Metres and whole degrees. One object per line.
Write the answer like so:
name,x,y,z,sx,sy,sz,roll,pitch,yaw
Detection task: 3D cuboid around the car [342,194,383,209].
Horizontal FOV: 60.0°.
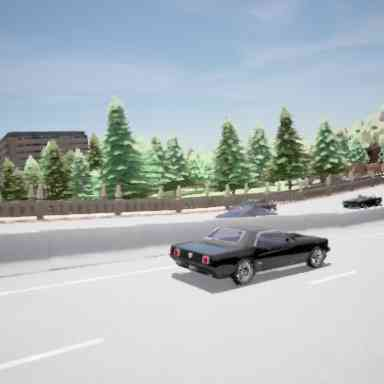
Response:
car,17.056,0.904,33.338,4.718,1.301,1.895,-5,3,-35

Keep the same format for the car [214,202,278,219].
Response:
car,3.130,1.511,19.116,4.181,1.385,1.994,0,0,-35

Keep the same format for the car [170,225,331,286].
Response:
car,1.833,1.574,9.353,4.718,1.301,1.895,0,0,-35

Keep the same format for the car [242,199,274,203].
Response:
car,5.456,1.365,29.357,4.892,1.490,1.837,-1,1,-35
